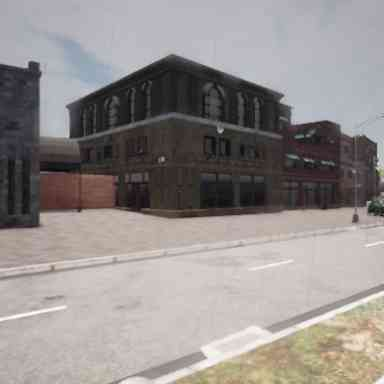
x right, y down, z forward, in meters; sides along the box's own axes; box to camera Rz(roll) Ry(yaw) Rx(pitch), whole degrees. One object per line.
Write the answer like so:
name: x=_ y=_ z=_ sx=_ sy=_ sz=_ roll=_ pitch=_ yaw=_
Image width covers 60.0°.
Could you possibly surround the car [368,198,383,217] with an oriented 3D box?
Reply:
car: x=22.025 y=1.699 z=35.735 sx=2.435 sy=2.045 sz=5.566 roll=2 pitch=-2 yaw=-44
